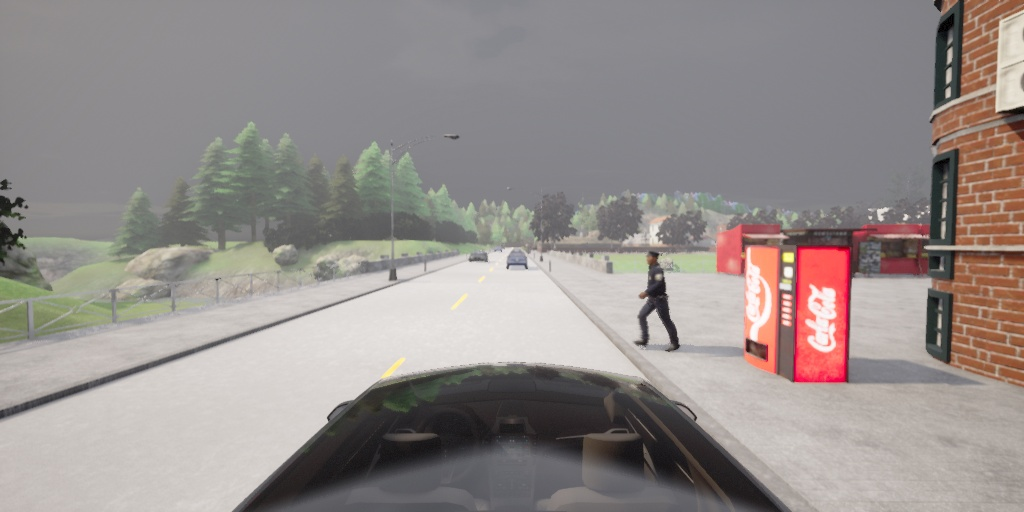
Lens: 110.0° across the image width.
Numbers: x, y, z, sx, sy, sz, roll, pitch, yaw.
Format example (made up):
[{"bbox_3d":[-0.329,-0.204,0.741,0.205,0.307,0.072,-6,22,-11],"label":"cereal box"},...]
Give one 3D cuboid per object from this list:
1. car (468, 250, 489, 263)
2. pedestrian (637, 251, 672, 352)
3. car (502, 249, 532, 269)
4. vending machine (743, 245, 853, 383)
[{"bbox_3d":[-3.652,0.067,39.917,1.994,1.385,4.181,0,2,1],"label":"car"},{"bbox_3d":[2.582,0.782,6.515,0.375,1.860,0.375,0,2,1],"label":"pedestrian"},{"bbox_3d":[0.445,0.318,31.720,2.033,1.411,5.357,0,2,1],"label":"car"},{"bbox_3d":[4.343,0.819,5.592,1.100,2.100,0.880,0,0,1],"label":"vending machine"}]
